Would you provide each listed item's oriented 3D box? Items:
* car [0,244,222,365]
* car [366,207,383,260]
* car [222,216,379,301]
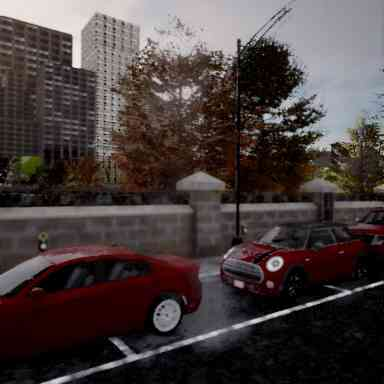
[{"bbox_3d":[-1.920,1.558,5.188,4.507,1.381,1.887,1,0,-35],"label":"car"},{"bbox_3d":[7.247,1.450,11.729,5.009,1.841,2.192,1,0,-35],"label":"car"},{"bbox_3d":[2.663,1.514,8.457,4.097,1.590,1.967,1,0,-35],"label":"car"}]
